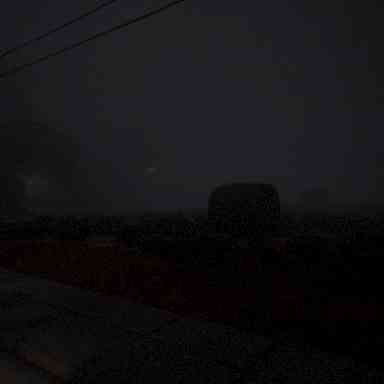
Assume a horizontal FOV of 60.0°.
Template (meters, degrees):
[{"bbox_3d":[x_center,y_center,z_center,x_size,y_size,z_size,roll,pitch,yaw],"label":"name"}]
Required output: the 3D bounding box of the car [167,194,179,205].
[{"bbox_3d":[-3.483,1.293,60.597,1.905,1.878,3.866,6,1,-8],"label":"car"}]
